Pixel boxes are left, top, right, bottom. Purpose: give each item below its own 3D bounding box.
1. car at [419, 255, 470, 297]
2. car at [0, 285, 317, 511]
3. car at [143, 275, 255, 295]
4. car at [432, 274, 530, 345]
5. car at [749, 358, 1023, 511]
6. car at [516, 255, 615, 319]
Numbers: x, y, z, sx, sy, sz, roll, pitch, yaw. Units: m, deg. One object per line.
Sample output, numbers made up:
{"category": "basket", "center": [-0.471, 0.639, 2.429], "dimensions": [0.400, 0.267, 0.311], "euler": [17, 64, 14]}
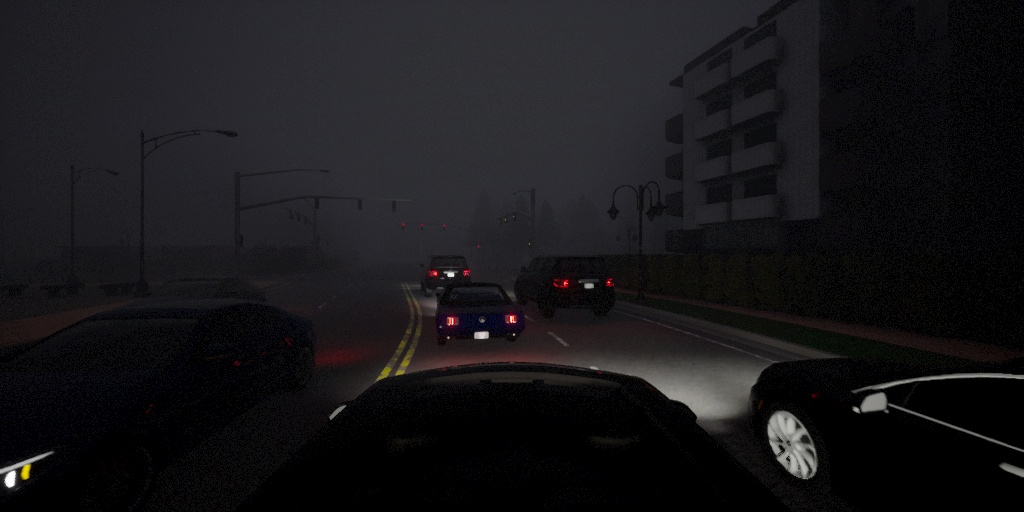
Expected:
{"category": "car", "center": [-3.613, 0.970, 19.013], "dimensions": [2.150, 2.045, 5.566], "euler": [0, 0, -18]}
{"category": "car", "center": [-3.879, 1.275, 4.023], "dimensions": [1.812, 1.442, 4.674], "euler": [0, 0, -6]}
{"category": "car", "center": [-8.310, 1.275, 9.642], "dimensions": [1.812, 1.442, 4.674], "euler": [0, 0, -14]}
{"category": "car", "center": [-1.078, 1.350, 9.579], "dimensions": [1.895, 1.301, 4.718], "euler": [0, 0, -12]}
{"category": "car", "center": [3.333, 1.255, 1.658], "dimensions": [1.837, 1.490, 4.892], "euler": [0, 0, 0]}
{"category": "car", "center": [1.678, 0.971, 13.162], "dimensions": [2.150, 2.045, 5.566], "euler": [0, 0, -13]}
